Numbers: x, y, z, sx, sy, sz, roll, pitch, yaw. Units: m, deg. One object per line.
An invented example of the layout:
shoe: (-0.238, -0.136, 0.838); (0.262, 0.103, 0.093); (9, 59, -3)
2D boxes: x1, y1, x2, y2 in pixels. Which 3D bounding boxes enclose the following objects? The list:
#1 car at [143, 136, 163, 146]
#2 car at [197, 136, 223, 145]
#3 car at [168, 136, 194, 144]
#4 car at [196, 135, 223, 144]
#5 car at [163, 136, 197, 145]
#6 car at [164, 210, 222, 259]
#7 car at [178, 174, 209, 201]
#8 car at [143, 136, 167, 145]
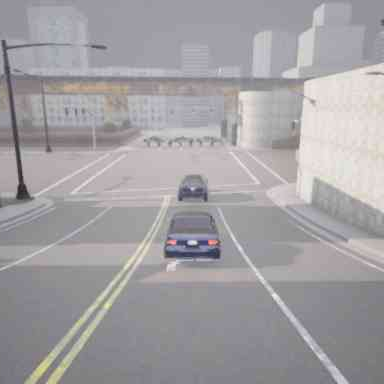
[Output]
car: (-6.698, -9.376, 60.895); (4.974, 1.542, 2.038); (13, 19, 42)
car: (3.281, -9.552, 61.614); (4.974, 1.542, 2.038); (8, 16, 28)
car: (-2.048, -9.531, 60.870); (4.536, 1.218, 1.853); (-10, 17, -35)
car: (3.236, -9.711, 61.600); (4.536, 1.218, 1.853); (8, 16, 28)
car: (-2.090, -9.370, 60.879); (4.974, 1.542, 2.038); (-10, 17, -35)
car: (0.034, 1.360, 12.053); (2.033, 1.411, 5.357); (0, 3, 0)
car: (0.184, -0.587, 25.099); (2.097, 1.767, 4.553); (0, 11, 3)
car: (-6.736, -9.537, 60.891); (4.536, 1.218, 1.853); (13, 19, 42)
